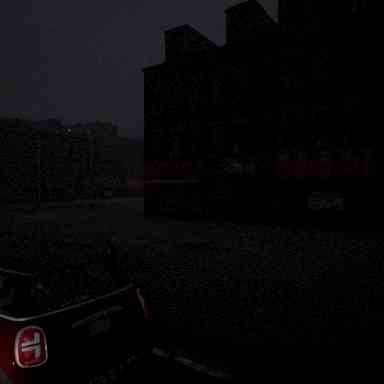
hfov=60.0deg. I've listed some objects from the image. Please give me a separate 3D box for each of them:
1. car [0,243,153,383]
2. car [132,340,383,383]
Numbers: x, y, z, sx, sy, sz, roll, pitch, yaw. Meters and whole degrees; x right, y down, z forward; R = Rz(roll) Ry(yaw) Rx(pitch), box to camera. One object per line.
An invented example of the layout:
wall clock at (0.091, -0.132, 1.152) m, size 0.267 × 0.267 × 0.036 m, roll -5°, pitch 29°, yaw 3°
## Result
car at (-2.546, 1.440, 4.621) m, size 4.097 × 1.590 × 1.967 m, roll 0°, pitch 0°, yaw 36°
car at (1.904, 1.580, 1.447) m, size 4.206 × 1.307 × 1.802 m, roll 0°, pitch 0°, yaw 36°
